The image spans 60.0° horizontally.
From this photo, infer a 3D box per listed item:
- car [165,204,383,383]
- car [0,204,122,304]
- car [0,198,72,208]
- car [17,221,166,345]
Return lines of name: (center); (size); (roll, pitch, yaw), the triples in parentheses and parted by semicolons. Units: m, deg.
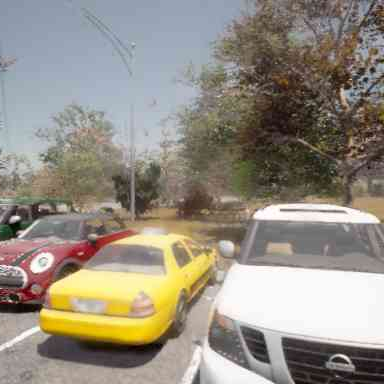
car: (1.717, 1.240, 4.867); (2.435, 2.045, 5.566); (1, -1, 15)
car: (-3.140, 1.351, 8.342); (2.185, 1.767, 4.553); (1, 0, 15)
car: (-5.591, 1.206, 9.975); (2.435, 2.045, 5.566); (1, 0, 14)
car: (-0.676, 1.488, 6.792); (1.946, 1.575, 5.366); (0, -1, 15)
